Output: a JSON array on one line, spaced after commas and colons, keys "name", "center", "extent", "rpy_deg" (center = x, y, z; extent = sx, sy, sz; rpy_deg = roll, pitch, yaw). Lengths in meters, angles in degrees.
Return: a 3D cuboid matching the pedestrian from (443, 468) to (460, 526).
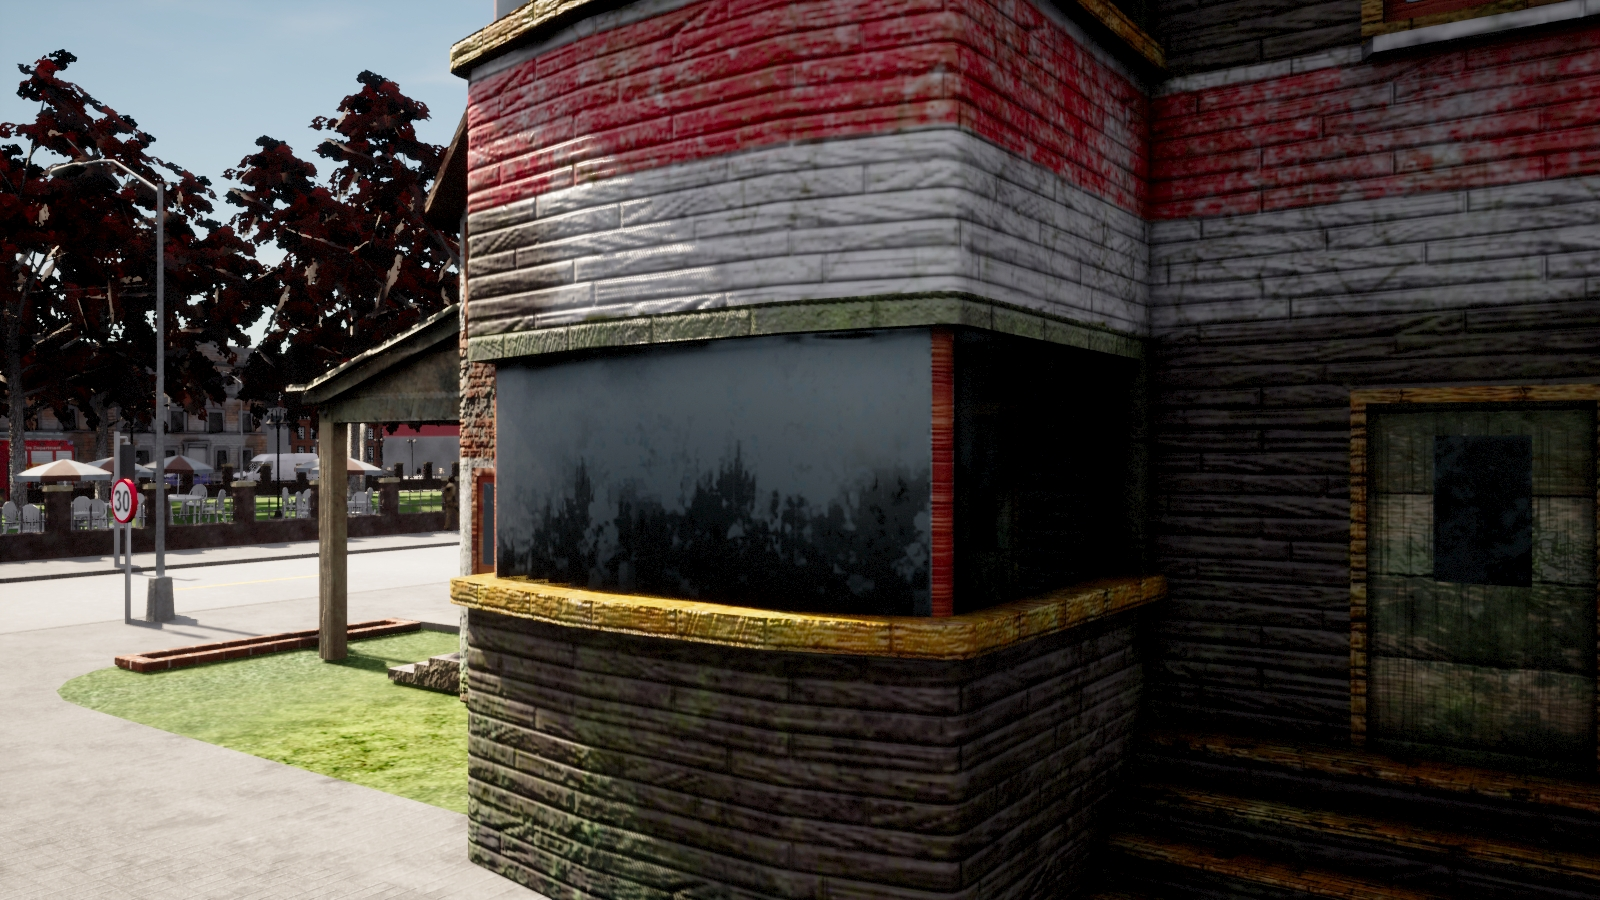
[{"name": "pedestrian", "center": [-11.417, 1.525, 37.403], "extent": [0.375, 1.860, 0.375], "rpy_deg": [0, 0, 34]}]
